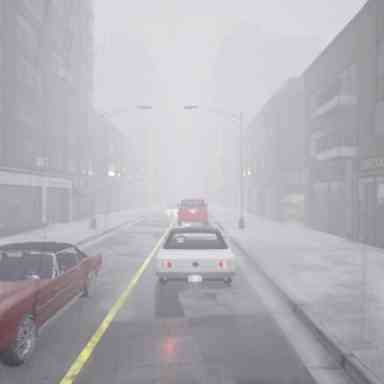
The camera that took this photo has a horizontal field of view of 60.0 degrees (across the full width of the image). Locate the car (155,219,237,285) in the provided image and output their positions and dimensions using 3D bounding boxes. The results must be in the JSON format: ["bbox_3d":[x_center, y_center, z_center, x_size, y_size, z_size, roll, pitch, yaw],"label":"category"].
[{"bbox_3d":[0.086,1.690,9.755,1.895,1.301,4.718,0,-1,0],"label":"car"}]

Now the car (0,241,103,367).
[{"bbox_3d":[-3.110,1.656,5.972,1.895,1.301,4.718,0,-1,0],"label":"car"}]

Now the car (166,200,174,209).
[{"bbox_3d":[-3.103,2.008,53.998,2.128,1.511,4.902,0,-1,0],"label":"car"}]

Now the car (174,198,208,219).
[{"bbox_3d":[0.055,1.454,24.865,2.150,2.045,5.566,0,0,0],"label":"car"}]
